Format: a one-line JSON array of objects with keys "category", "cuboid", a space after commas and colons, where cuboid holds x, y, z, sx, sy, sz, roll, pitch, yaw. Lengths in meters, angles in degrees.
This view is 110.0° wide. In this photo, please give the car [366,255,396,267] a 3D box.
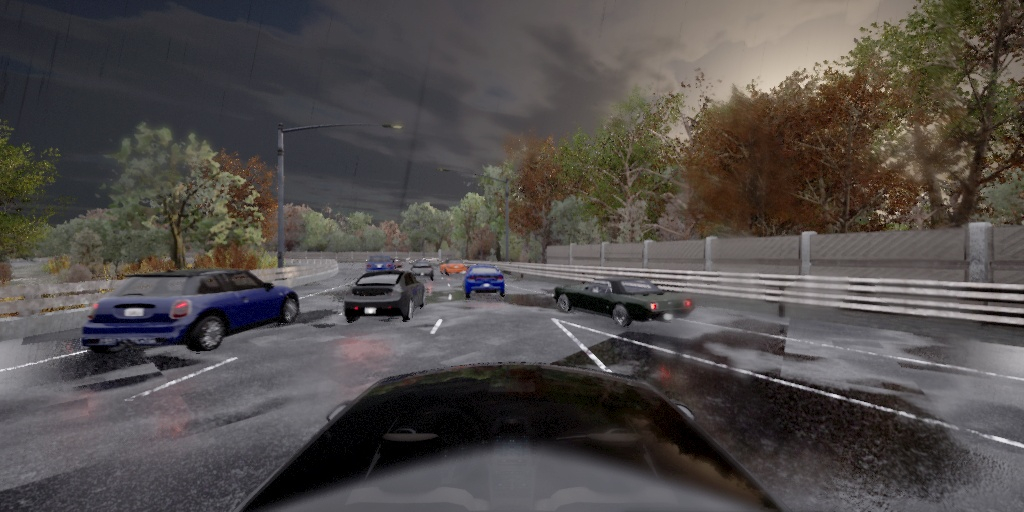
[{"category": "car", "cuboid": [-11.887, 0.963, 32.422, 2.150, 2.045, 5.566, 0, 0, -17]}]

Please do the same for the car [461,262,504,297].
[{"category": "car", "cuboid": [-1.586, 1.222, 19.067, 1.882, 1.535, 5.008, 0, 0, -9]}]

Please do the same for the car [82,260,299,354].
[{"category": "car", "cuboid": [-7.376, 1.100, 8.969, 2.097, 1.767, 4.553, 0, 0, -4]}]

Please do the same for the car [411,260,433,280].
[{"category": "car", "cuboid": [-7.827, 1.233, 30.940, 2.128, 1.511, 4.902, 0, 0, -16]}]

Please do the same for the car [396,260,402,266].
[{"category": "car", "cuboid": [-18.837, 1.336, 56.688, 1.895, 1.301, 4.718, 0, 0, -31]}]

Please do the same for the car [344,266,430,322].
[{"category": "car", "cuboid": [-4.173, 1.253, 12.344, 1.837, 1.490, 4.892, 0, 0, -6]}]

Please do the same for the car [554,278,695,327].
[{"category": "car", "cuboid": [3.275, 1.348, 11.653, 1.895, 1.301, 4.718, 0, 0, -25]}]

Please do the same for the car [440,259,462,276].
[{"category": "car", "cuboid": [-6.221, 1.090, 37.431, 2.097, 1.767, 4.553, 0, 0, -19]}]
